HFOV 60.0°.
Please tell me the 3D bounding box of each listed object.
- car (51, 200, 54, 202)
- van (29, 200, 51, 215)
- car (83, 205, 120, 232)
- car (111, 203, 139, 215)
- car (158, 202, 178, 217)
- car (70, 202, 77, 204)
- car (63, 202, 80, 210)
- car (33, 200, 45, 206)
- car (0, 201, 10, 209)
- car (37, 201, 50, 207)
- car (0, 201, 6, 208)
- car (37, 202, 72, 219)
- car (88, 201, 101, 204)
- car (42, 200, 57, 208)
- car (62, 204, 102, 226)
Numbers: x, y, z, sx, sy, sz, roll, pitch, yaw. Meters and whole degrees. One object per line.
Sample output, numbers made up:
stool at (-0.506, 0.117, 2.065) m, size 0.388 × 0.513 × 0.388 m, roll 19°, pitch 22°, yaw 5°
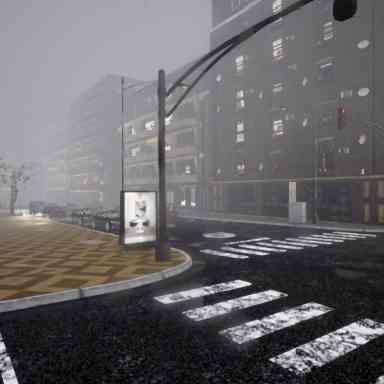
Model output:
car at (-25.430, 2.469, 60.555) m, size 1.994 × 1.385 × 4.181 m, roll -1°, pitch -1°, yaw -36°
van at (-19.884, 2.034, 42.950) m, size 1.690 × 1.788 × 3.998 m, roll -2°, pitch 0°, yaw -36°
car at (-5.619, 1.888, 23.078) m, size 2.008 × 1.369 × 4.403 m, roll -2°, pitch 0°, yaw -36°
car at (-8.459, 2.096, 41.648) m, size 1.802 × 1.307 × 4.206 m, roll -2°, pitch 0°, yaw -36°
car at (-3.201, 1.824, 34.466) m, size 1.967 × 1.590 × 4.097 m, roll -2°, pitch 0°, yaw -36°
car at (-19.134, 2.311, 51.857) m, size 1.994 × 1.385 × 4.181 m, roll -1°, pitch -1°, yaw -36°
car at (-21.585, 2.423, 59.647) m, size 1.802 × 1.307 × 4.206 m, roll -2°, pitch 0°, yaw -36°
car at (-37.913, 2.796, 82.203) m, size 1.887 × 1.381 × 4.507 m, roll -2°, pitch 0°, yaw -36°
car at (-38.171, 2.702, 68.267) m, size 2.008 × 1.369 × 4.403 m, roll -2°, pitch 0°, yaw -36°
car at (-34.647, 2.735, 77.692) m, size 1.947 × 1.339 × 4.313 m, roll -2°, pitch 0°, yaw -36°
car at (-44.702, 2.861, 77.290) m, size 1.887 × 1.381 × 4.507 m, roll -2°, pitch 0°, yaw -36°
car at (-14.964, 2.114, 36.064) m, size 1.887 × 1.381 × 4.507 m, roll -2°, pitch 0°, yaw -36°
car at (-15.054, 2.118, 50.627) m, size 1.967 × 1.590 × 4.097 m, roll -2°, pitch 0°, yaw -36°
car at (-31.385, 2.527, 73.180) m, size 1.967 × 1.590 × 4.097 m, roll -2°, pitch 0°, yaw -36°
car at (-8.885, 1.969, 27.589) m, size 2.008 × 1.369 × 4.403 m, roll -2°, pitch 0°, yaw -36°
